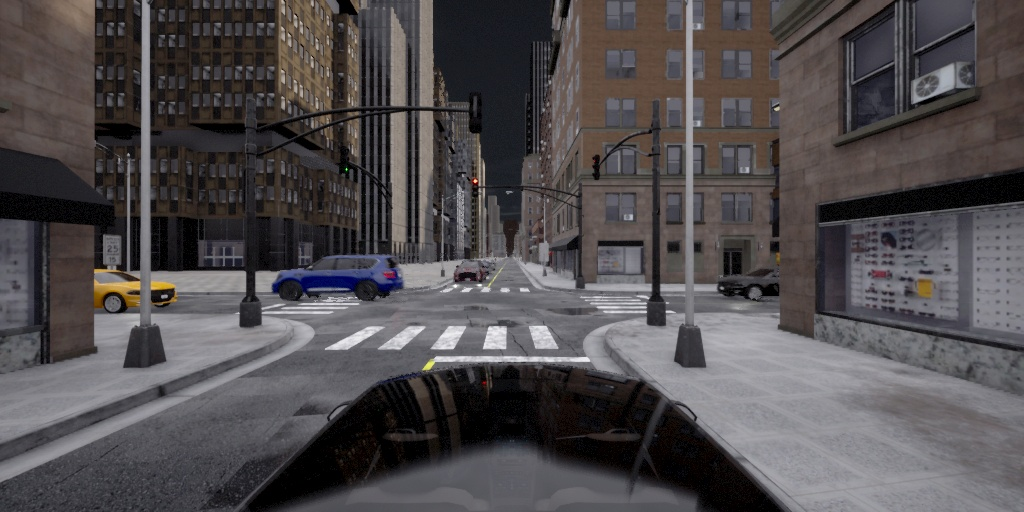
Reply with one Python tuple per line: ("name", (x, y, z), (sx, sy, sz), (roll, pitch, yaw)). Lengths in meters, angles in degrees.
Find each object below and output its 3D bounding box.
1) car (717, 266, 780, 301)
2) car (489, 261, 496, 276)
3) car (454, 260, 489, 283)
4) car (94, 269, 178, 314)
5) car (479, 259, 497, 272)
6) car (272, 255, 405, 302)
("car", (12.269, 1.227, 16.701), (5.008, 1.535, 1.882), (0, 0, -1))
("car", (-3.171, 1.299, 38.087), (2.033, 1.411, 5.357), (0, 0, 0))
("car", (-3.156, 1.103, 27.828), (2.097, 1.767, 4.553), (0, 0, 0))
("car", (-15.367, 1.232, 13.261), (5.008, 1.535, 1.882), (0, 0, 0))
("car", (-3.183, 1.243, 48.505), (2.128, 1.511, 4.902), (0, 0, 0))
("car", (-7.834, 0.977, 16.527), (5.566, 2.045, 2.150), (0, 0, -1))
